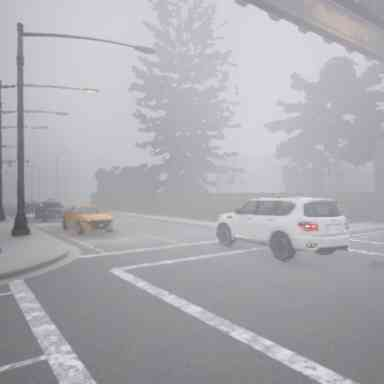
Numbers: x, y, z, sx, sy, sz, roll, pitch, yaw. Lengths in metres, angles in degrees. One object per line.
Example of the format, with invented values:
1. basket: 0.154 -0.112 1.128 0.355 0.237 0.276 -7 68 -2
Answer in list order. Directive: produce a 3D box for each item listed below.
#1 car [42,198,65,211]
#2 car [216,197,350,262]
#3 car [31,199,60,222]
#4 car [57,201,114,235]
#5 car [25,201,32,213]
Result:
1. car: -17.955 1.567 42.967 1.812 1.442 4.674 0 0 -36
2. car: 3.054 1.199 12.471 2.150 2.045 5.566 1 0 -28
3. car: -11.506 1.553 27.202 1.812 1.442 4.674 0 0 -35
4. car: -6.172 1.489 19.490 1.882 1.535 5.008 0 0 -35
5. car: -17.138 1.608 35.338 1.994 1.385 4.181 0 0 -35
